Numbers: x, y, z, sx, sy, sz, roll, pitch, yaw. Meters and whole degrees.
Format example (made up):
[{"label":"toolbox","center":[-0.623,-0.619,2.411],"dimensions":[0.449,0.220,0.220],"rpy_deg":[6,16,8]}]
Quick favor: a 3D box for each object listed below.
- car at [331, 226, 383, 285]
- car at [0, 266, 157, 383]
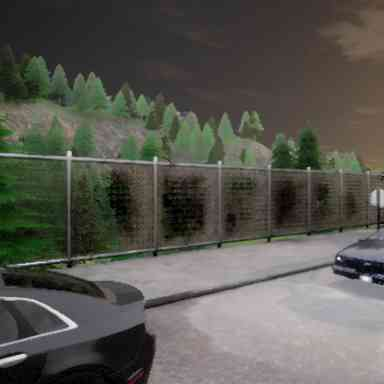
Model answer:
[{"label":"car","center":[5.988,1.512,8.860],"dimensions":[5.357,1.411,2.033],"rpy_deg":[0,0,-35]},{"label":"car","center":[-2.648,1.509,2.708],"dimensions":[4.892,1.490,1.837],"rpy_deg":[0,0,-35]}]
